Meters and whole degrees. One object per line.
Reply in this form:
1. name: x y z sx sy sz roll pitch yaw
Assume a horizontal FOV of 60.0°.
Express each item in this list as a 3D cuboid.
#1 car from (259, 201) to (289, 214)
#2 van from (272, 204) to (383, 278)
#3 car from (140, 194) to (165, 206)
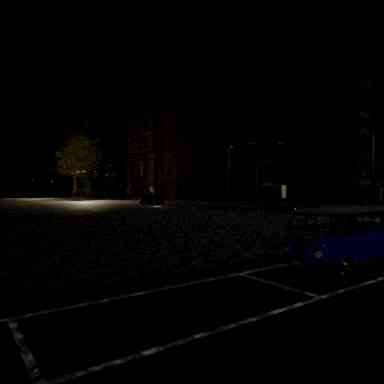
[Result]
1. car: 9.104 1.630 33.564 1.895 1.301 4.718 0 0 -36
2. van: 4.436 1.332 9.818 3.998 1.788 1.690 0 0 -36
3. car: -6.710 1.321 55.520 2.150 2.045 5.566 0 0 -36
